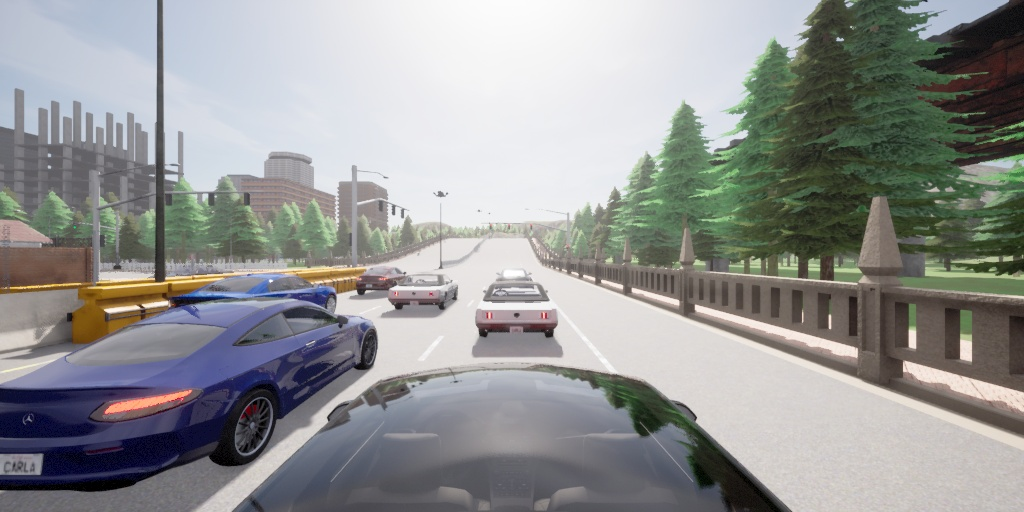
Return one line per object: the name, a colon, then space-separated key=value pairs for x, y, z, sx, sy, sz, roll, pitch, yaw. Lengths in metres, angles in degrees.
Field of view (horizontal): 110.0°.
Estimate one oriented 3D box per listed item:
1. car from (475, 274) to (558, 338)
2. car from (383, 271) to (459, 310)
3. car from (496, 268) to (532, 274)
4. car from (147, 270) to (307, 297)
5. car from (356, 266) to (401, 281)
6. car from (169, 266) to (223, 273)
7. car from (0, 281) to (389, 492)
car: x=0.105 y=1.351 z=10.189 sx=1.895 sy=1.301 sz=4.718 roll=0 pitch=0 yaw=0
car: x=-3.394 y=1.351 z=14.702 sx=1.895 sy=1.301 sz=4.718 roll=0 pitch=0 yaw=0
car: x=0.109 y=1.314 z=18.941 sx=1.994 sy=1.385 sz=4.181 roll=0 pitch=0 yaw=0
car: x=-6.896 y=1.228 z=10.242 sx=1.882 sy=1.535 sz=5.008 roll=0 pitch=0 yaw=0
car: x=-6.891 y=1.276 z=19.583 sx=1.812 sy=1.442 sz=4.674 roll=0 pitch=0 yaw=0
car: x=-21.002 y=1.363 z=23.793 sx=2.033 sy=1.411 sz=5.357 roll=0 pitch=0 yaw=-3
car: x=-3.397 y=1.276 z=4.784 sx=1.812 sy=1.442 sz=4.674 roll=0 pitch=0 yaw=0
